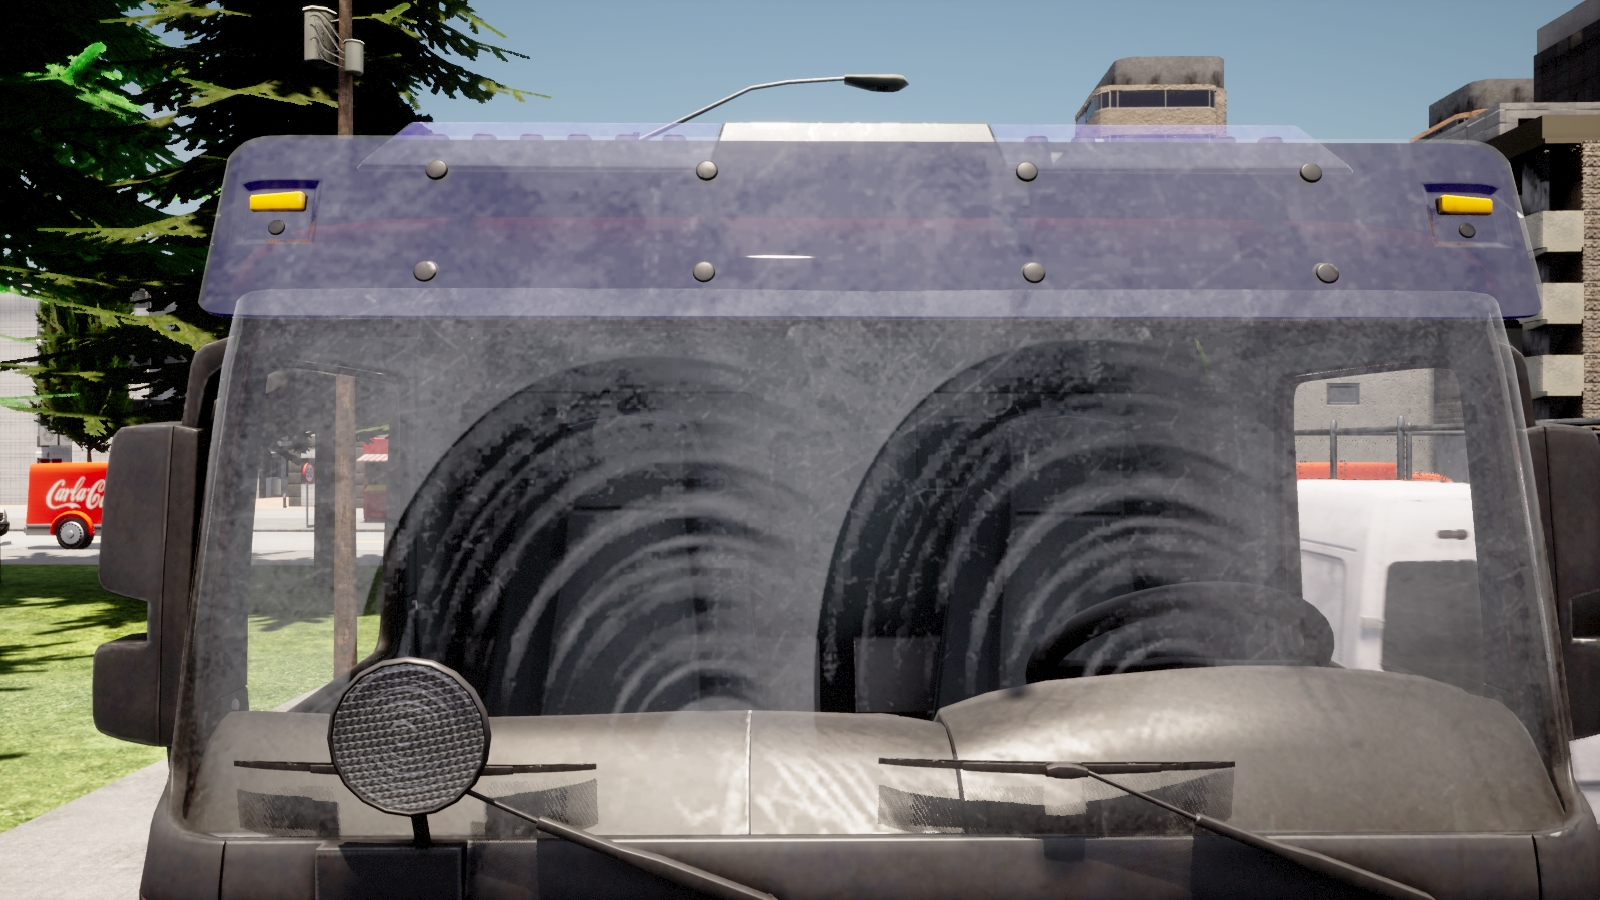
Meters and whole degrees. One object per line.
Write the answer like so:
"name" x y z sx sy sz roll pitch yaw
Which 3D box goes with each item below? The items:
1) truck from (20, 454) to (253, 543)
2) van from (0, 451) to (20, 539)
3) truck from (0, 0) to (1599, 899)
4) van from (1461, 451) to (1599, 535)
"truck" -19.012 1.348 32.943 5.204 2.467 2.627 0 0 1
"van" -26.239 1.314 33.169 5.915 2.561 1.988 0 0 2
"truck" 0.092 0.670 5.580 2.891 3.827 8.468 0 0 -1
"van" 24.242 1.314 35.747 5.915 2.561 1.988 0 0 1
